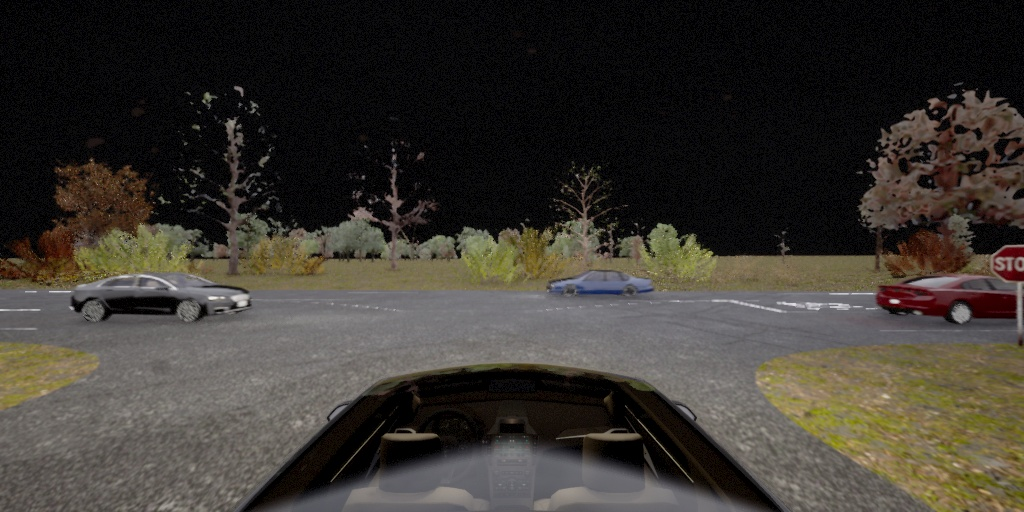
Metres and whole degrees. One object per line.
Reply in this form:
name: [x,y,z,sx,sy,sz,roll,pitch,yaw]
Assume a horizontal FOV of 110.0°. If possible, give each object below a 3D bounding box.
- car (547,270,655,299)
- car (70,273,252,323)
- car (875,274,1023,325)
car: [4.562,1.435,18.798,5.357,1.411,2.033,0,0,0]
car: [-11.332,1.296,11.795,4.902,1.511,2.128,0,0,0]
car: [15.070,1.350,11.831,5.008,1.535,1.882,0,0,0]
